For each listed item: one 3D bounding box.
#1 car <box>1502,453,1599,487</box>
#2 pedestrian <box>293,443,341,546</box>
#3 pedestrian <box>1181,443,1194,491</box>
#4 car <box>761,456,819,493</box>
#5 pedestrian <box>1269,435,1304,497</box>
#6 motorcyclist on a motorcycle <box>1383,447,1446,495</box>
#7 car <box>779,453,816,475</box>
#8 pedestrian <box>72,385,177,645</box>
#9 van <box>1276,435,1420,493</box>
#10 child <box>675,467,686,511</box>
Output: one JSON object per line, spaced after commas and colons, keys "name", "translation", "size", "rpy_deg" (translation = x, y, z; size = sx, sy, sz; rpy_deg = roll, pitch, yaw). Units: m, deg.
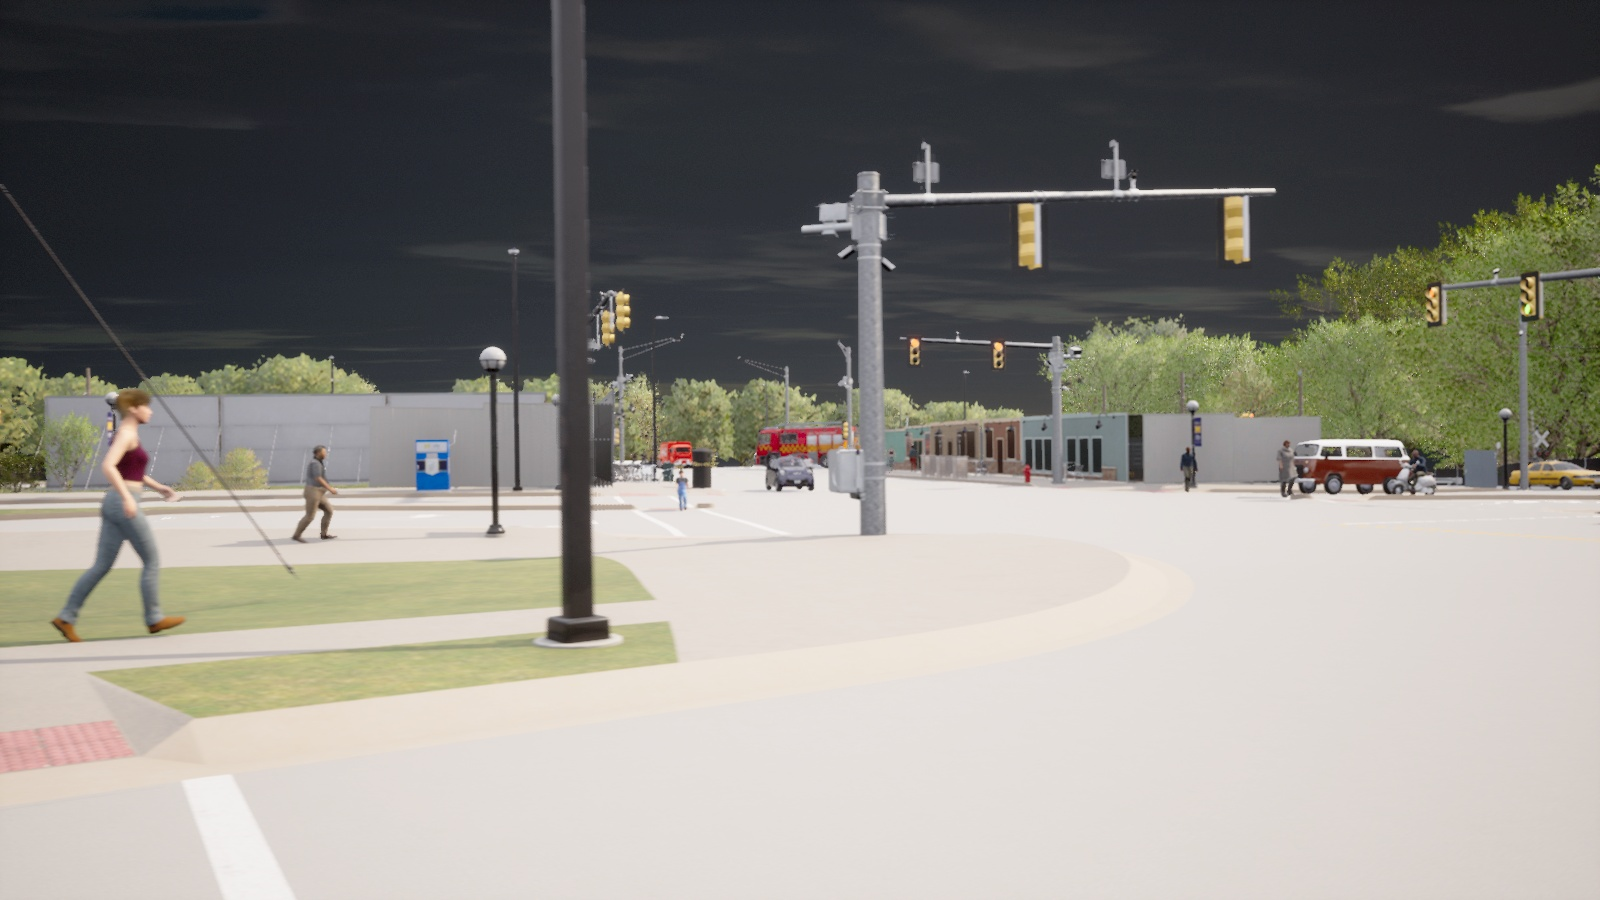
{"name": "car", "translation": [38.307, 1.031, 63.695], "size": [1.801, 1.575, 5.366], "rpy_deg": [-2, -1, -7]}
{"name": "pedestrian", "translation": [-8.826, 0.806, 22.970], "size": [0.694, 1.848, 0.540], "rpy_deg": [-1, 1, -11]}
{"name": "pedestrian", "translation": [15.249, 0.665, 49.422], "size": [0.370, 1.835, 0.726], "rpy_deg": [-1, 1, 10]}
{"name": "car", "translation": [-0.482, 1.056, 55.249], "size": [1.845, 1.501, 3.633], "rpy_deg": [-1, 0, -11]}
{"name": "pedestrian", "translation": [15.509, 0.498, 40.039], "size": [0.659, 1.952, 0.873], "rpy_deg": [-1, 1, -10]}
{"name": "motorcyclist on a motorcycle", "translation": [20.717, 0.698, 42.361], "size": [1.817, 1.590, 0.866], "rpy_deg": [1, -1, -17]}
{"name": "car", "translation": [-0.202, 0.971, 87.943], "size": [1.845, 1.501, 3.633], "rpy_deg": [-1, 0, -12]}
{"name": "pedestrian", "translation": [-4.937, 0.452, 9.179], "size": [0.594, 1.836, 0.345], "rpy_deg": [-2, 1, -36]}
{"name": "van", "translation": [20.103, 0.531, 46.153], "size": [4.480, 2.038, 2.069], "rpy_deg": [1, -1, -13]}
{"name": "child", "translation": [-3.498, 1.141, 36.883], "size": [0.270, 1.263, 0.437], "rpy_deg": [-1, 1, -9]}
